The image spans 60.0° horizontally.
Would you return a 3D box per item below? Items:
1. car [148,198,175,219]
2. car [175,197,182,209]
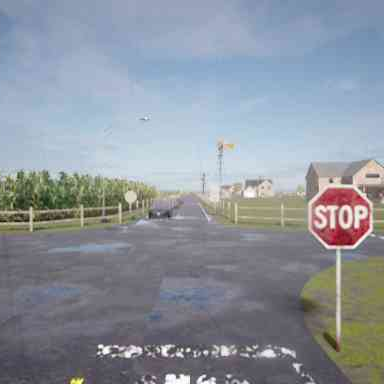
[{"bbox_3d":[-2.775,1.512,29.681,1.882,1.535,5.008,0,0,-1],"label":"car"},{"bbox_3d":[-2.778,1.589,45.794,1.812,1.442,4.674,0,0,0],"label":"car"}]
